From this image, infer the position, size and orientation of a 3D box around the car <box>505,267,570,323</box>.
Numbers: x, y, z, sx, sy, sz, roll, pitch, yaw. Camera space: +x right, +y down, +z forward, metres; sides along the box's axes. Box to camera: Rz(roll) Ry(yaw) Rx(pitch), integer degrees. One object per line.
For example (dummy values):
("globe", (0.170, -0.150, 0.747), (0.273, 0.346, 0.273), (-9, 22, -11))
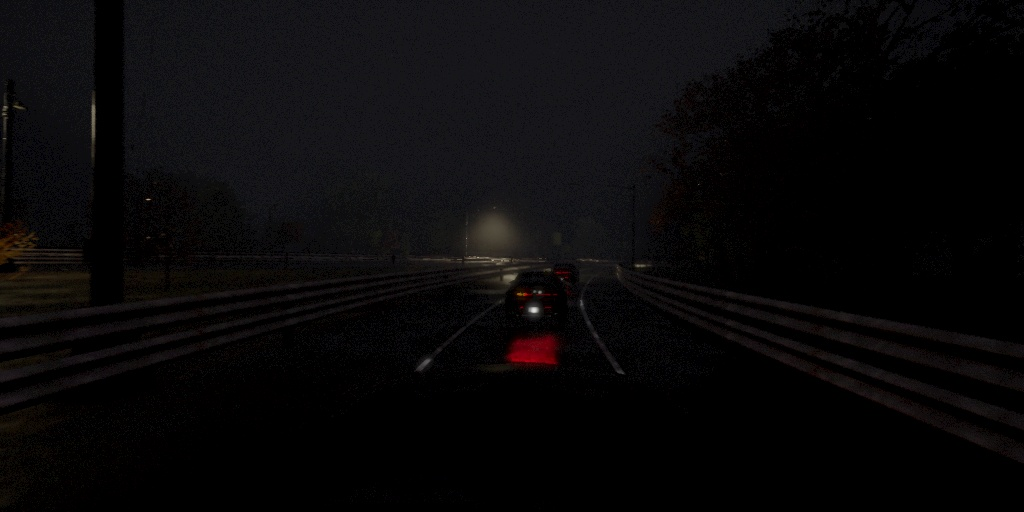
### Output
("car", (0.926, 1.263, 12.234), (1.837, 1.490, 4.892), (0, -1, 8))

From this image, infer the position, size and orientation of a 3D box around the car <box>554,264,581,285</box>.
("car", (4.066, 1.312, 27.363), (1.837, 1.490, 4.892), (0, 0, 15))
